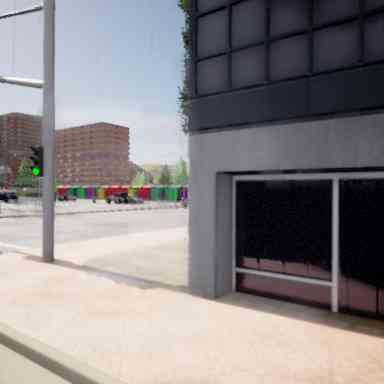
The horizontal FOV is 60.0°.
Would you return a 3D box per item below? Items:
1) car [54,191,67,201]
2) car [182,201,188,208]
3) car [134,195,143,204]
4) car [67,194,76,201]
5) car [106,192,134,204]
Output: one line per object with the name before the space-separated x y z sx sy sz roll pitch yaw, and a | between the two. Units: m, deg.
car | -25.794 0.818 61.643 4.605 1.855 1.932 0 0 35
car | 0.782 1.456 43.323 1.895 1.301 4.718 0 0 37
car | -9.802 1.163 53.894 3.806 1.475 1.970 0 0 35
car | -24.069 1.028 63.971 3.905 1.438 1.784 0 0 35
car | -11.483 0.924 51.536 3.866 1.878 1.905 0 0 35
